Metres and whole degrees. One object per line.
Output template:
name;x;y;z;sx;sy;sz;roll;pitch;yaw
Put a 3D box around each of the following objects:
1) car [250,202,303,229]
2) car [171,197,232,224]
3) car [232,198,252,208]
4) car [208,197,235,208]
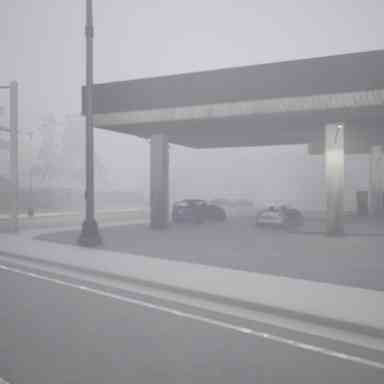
car;5.634;1.486;21.267;1.970;1.475;3.806;0;0;37
car;0.556;1.348;24.061;2.242;1.667;4.611;0;0;37
car;7.434;1.636;49.761;2.033;1.411;5.357;0;0;36
car;4.616;1.607;51.837;1.837;1.490;4.892;0;0;36
